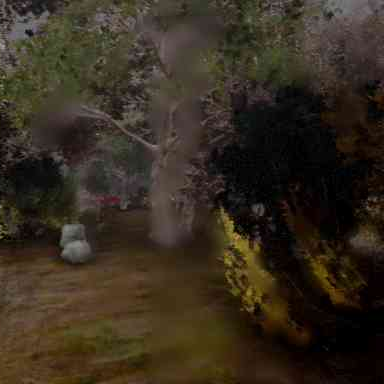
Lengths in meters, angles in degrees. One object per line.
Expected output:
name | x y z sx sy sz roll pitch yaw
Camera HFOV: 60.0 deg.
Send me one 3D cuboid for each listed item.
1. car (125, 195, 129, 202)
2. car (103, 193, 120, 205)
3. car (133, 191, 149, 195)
car | -11.877 1.200 66.622 2.033 1.411 5.357 0 0 14
car | -12.674 1.026 48.909 2.150 2.045 5.566 0 1 14
car | -8.997 0.870 63.747 2.150 2.045 5.566 0 0 14
